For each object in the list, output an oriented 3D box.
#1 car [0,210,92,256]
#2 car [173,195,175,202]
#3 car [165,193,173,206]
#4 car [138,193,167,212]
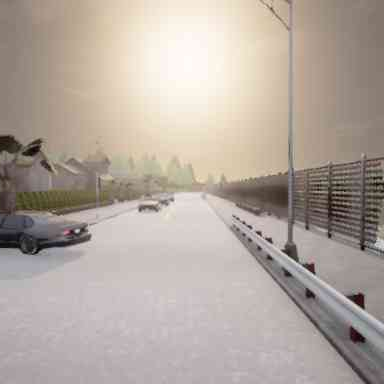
[{"bbox_3d":[-6.408,1.386,12.093,5.357,1.411,2.033,0,1,14],"label":"car"},{"bbox_3d":[-3.787,0.878,52.063,1.994,1.385,4.181,0,1,0],"label":"car"},{"bbox_3d":[-3.891,0.923,42.059,1.882,1.535,5.008,0,1,1],"label":"car"},{"bbox_3d":[-3.964,1.122,32.216,2.033,1.411,5.357,0,1,0],"label":"car"}]
